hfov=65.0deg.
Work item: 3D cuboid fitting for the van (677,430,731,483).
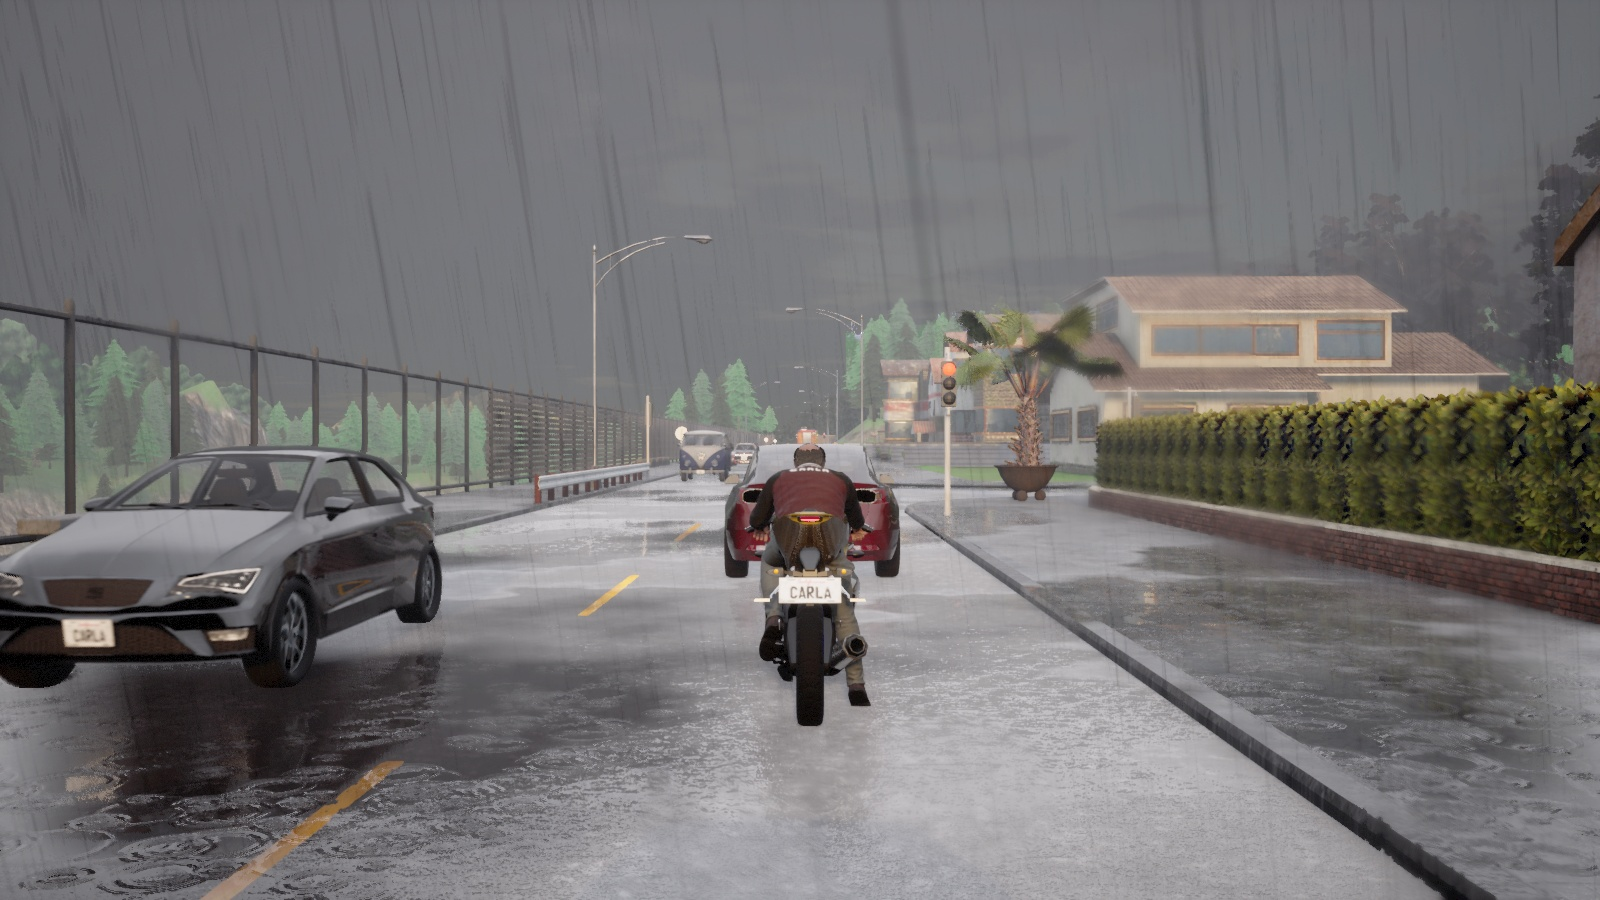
[{"bbox_3d":[-3.713,0.218,49.246,1.775,1.987,4.442,0,0,0],"label":"van"}]

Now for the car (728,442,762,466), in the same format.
[{"bbox_3d":[-3.537,0.251,81.215,1.970,1.475,3.806,0,0,0],"label":"car"}]

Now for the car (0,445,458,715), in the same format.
[{"bbox_3d":[-3.935,0.706,8.986,1.816,1.474,4.193,0,0,0],"label":"car"}]

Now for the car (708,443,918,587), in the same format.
[{"bbox_3d":[0.124,0.660,15.372,2.163,1.488,4.792,0,0,0],"label":"car"}]

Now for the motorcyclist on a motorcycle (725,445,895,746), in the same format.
[{"bbox_3d":[0.056,0.739,7.498,0.866,1.530,2.191,0,0,0],"label":"motorcyclist on a motorcycle"}]
